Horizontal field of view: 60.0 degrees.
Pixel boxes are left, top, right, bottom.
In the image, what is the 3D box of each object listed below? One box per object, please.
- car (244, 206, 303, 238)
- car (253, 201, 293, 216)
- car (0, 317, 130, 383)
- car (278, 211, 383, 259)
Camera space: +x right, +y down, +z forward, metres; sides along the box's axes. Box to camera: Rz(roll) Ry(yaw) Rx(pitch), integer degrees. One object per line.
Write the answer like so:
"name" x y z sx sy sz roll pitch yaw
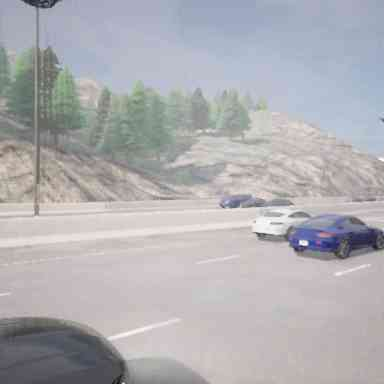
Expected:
"car" 4.960 1.550 16.690 4.674 1.442 1.812 0 0 -40
"car" 8.262 1.616 33.886 4.181 1.385 1.994 0 0 -43
"car" -2.739 1.514 1.895 4.892 1.490 1.837 0 0 -35
"car" 5.526 1.543 12.608 4.674 1.442 1.812 0 0 -39
